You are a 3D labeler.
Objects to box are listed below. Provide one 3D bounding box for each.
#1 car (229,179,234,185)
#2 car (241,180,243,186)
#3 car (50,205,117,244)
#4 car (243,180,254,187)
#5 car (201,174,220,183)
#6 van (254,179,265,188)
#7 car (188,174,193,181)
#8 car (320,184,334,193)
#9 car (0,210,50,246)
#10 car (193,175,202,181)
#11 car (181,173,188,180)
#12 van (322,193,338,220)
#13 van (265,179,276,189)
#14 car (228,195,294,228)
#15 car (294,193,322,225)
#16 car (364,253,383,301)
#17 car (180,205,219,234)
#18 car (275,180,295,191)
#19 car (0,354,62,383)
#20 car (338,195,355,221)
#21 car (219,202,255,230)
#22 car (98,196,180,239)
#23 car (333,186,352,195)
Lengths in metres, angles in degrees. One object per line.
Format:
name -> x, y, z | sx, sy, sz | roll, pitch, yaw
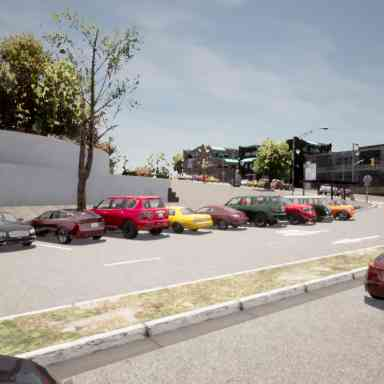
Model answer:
car -> 10.463, -2.316, 78.615 | 2.002, 1.452, 4.674 | 7, 3, 35
car -> 12.204, -2.042, 76.153 | 2.002, 1.452, 4.674 | 7, 4, 35
car -> -6.163, 1.524, 15.838 | 4.792, 1.488, 2.163 | -1, -1, 35
car -> 14.035, -1.811, 73.832 | 1.946, 1.575, 5.366 | 7, 3, 35
car -> 5.359, -3.175, 86.127 | 1.946, 1.575, 5.366 | 7, 3, 34
van -> 15.609, -1.763, 71.100 | 1.878, 1.987, 4.442 | 7, 4, 35
car -> 1.715, -3.849, 90.853 | 2.185, 1.767, 4.553 | 6, 3, 34
car -> 24.305, -0.425, 58.879 | 2.435, 2.045, 5.566 | 7, 3, 35
car -> -8.584, 1.493, 14.092 | 4.892, 1.521, 2.231 | -1, -1, 35
car -> 3.508, -3.698, 88.386 | 2.435, 2.045, 5.566 | 7, 3, 34
car -> -0.015, -4.084, 93.323 | 2.185, 1.767, 4.553 | 4, 1, 33
van -> 8.690, 1.297, 26.167 | 4.442, 1.987, 1.878 | -1, -1, 35
van -> 17.337, -1.490, 68.629 | 1.878, 1.987, 4.442 | 7, 4, 35
car -> 3.637, 1.263, 22.793 | 5.566, 2.045, 2.435 | -1, -1, 35
car -> 6.151, 1.267, 24.498 | 5.566, 2.045, 2.435 | -1, -1, 35
car -> 5.588, 1.574, 7.121 | 4.181, 1.385, 1.994 | 0, 0, -34
car -> -1.398, 1.503, 19.409 | 5.366, 1.575, 1.946 | -1, -1, 35
car -> 19.097, -0.991, 66.266 | 2.231, 1.521, 4.892 | 7, 3, 35
car -> -2.855, 1.504, 1.097 | 4.892, 1.490, 1.837 | 0, 0, -35
car -> 11.099, 1.404, 27.917 | 4.553, 1.767, 2.185 | -1, -1, 35
car -> 1.209, 1.549, 21.036 | 4.674, 1.452, 2.002 | -1, -1, 35
car -> -3.718, 1.248, 17.582 | 5.566, 2.045, 2.435 | -1, -1, 35
car -> 25.996, 0.137, 56.406 | 2.002, 1.452, 4.674 | 7, 3, 35
